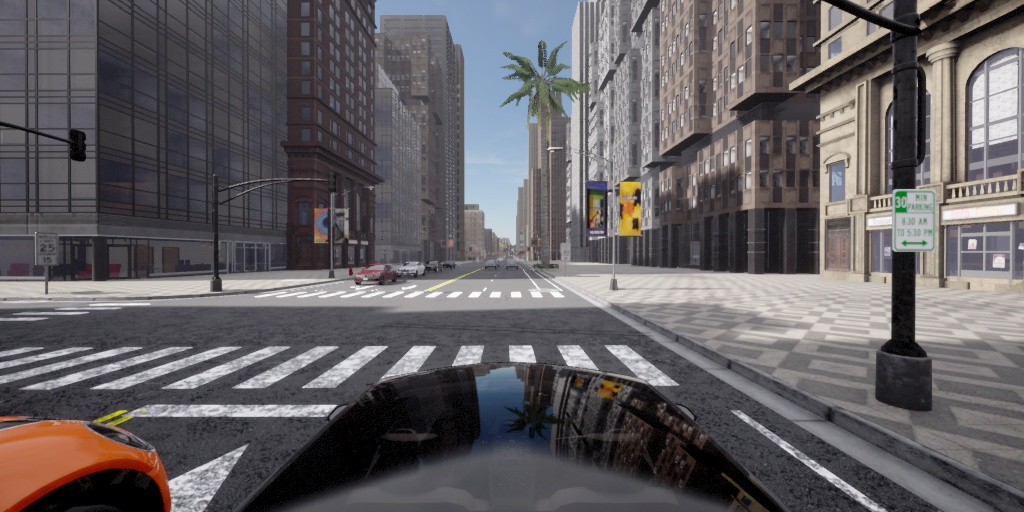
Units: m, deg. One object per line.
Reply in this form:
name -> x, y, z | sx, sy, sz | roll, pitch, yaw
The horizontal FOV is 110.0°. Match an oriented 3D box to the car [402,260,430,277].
car -> -9.840, 1.286, 35.300 | 1.812, 1.442, 4.674 | 0, 0, 0

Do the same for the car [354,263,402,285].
car -> -9.846, 1.281, 26.308 | 1.812, 1.442, 4.674 | 0, 0, -1

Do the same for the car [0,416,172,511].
car -> -3.150, 1.102, 0.290 | 2.097, 1.767, 4.553 | 0, 0, 0

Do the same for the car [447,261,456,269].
car -> -9.792, 1.386, 54.857 | 1.895, 1.301, 4.718 | 0, 0, 0

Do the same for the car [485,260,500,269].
car -> -3.237, 1.334, 55.769 | 2.033, 1.411, 5.357 | 0, 0, 0

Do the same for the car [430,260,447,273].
car -> -9.837, 1.274, 44.557 | 1.837, 1.490, 4.892 | 0, 0, 0

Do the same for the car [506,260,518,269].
car -> 0.013, 1.334, 55.768 | 2.033, 1.411, 5.357 | 0, 0, 0
